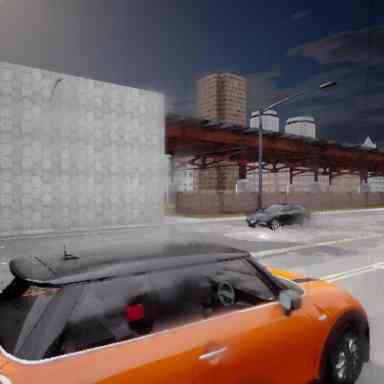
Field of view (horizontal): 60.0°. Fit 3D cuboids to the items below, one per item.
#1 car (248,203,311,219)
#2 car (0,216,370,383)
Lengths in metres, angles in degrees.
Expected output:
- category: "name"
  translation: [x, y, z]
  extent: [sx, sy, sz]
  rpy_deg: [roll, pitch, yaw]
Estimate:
- category: "car"
  translation: [5.475, 1.505, 20.835]
  extent: [4.892, 1.490, 1.837]
  rpy_deg: [0, 0, -36]
- category: "car"
  translation: [0.029, 1.351, 3.771]
  extent: [4.553, 1.767, 2.097]
  rpy_deg: [0, 0, -36]
